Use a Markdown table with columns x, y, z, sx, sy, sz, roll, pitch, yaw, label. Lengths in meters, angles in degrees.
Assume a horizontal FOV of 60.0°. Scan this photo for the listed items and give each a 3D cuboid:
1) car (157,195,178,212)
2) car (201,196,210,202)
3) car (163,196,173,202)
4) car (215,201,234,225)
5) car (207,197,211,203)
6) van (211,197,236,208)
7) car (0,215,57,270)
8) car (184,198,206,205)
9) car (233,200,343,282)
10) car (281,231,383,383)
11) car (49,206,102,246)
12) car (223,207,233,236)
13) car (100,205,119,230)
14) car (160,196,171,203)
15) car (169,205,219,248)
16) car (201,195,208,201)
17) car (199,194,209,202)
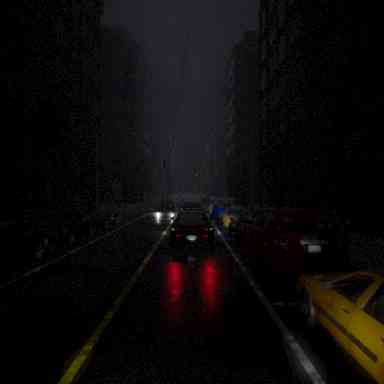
| x | y | z | sx | sy | sz | roll | pitch | yaw | label |
| --- | --- | --- | --- | --- | --- | --- | --- | --- | --- |
| -3.000 | 1.514 | 39.651 | 1.882 | 1.535 | 5.008 | 0 | 0 | 0 | car |
| 3.060 | 1.541 | 75.522 | 1.887 | 1.381 | 4.507 | 1 | 0 | 1 | car |
| -5.466 | 1.564 | 75.625 | 1.947 | 1.339 | 4.313 | 1 | 0 | 1 | car |
| 2.676 | 1.526 | 21.151 | 1.752 | 1.417 | 4.829 | 1 | 0 | 0 | car |
| 2.675 | 1.526 | 32.498 | 1.752 | 1.417 | 4.829 | 1 | 0 | 0 | car |
| 2.677 | 1.342 | 26.655 | 1.690 | 1.788 | 3.998 | 1 | 0 | 0 | van |
| -5.851 | 1.566 | 9.639 | 1.947 | 1.339 | 4.313 | 1 | 0 | 0 | car |
| 0.000 | 1.519 | 29.651 | 1.837 | 1.490 | 4.892 | 0 | 0 | 0 | car |
| 2.677 | 1.315 | 9.635 | 2.192 | 1.841 | 5.009 | 1 | 0 | 0 | car |
| 2.675 | 1.524 | 4.131 | 1.752 | 1.417 | 4.829 | 1 | 0 | 0 | car |
| -5.851 | 1.566 | 15.312 | 1.947 | 1.339 | 4.313 | 1 | 0 | 0 | car |
| 2.675 | 1.583 | 15.308 | 1.802 | 1.307 | 4.206 | 1 | 0 | 0 | car |
| -5.851 | 1.546 | 20.984 | 1.887 | 1.381 | 4.507 | 1 | 0 | 0 | car |
| -5.536 | 1.581 | 70.096 | 1.802 | 1.307 | 4.206 | 1 | 0 | 1 | car |
| 0.000 | 1.535 | 14.650 | 1.812 | 1.442 | 4.674 | 0 | 0 | 0 | car |
| 3.201 | 1.539 | 86.583 | 1.887 | 1.381 | 4.507 | 1 | 0 | 1 | car |
| 2.989 | 1.564 | 69.992 | 1.947 | 1.339 | 4.313 | 1 | 0 | 1 | car |
